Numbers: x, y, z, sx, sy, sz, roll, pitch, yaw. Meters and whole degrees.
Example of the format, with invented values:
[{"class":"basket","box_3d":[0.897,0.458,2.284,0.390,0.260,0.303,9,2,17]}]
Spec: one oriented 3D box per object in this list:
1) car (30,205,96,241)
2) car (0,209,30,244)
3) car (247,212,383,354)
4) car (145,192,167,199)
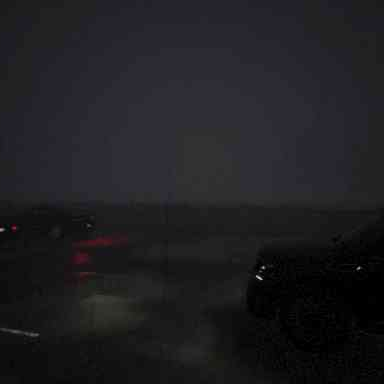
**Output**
[{"class":"car","box_3d":[-7.074,1.385,16.108,5.008,1.535,1.882,0,0,19]},{"class":"car","box_3d":[-9.473,1.457,13.234,5.357,1.411,2.033,0,0,19]},{"class":"car","box_3d":[3.671,1.215,4.995,5.566,2.045,2.150,0,0,19]},{"class":"car","box_3d":[-7.947,0.877,73.567,4.605,1.855,1.932,0,0,19]}]
